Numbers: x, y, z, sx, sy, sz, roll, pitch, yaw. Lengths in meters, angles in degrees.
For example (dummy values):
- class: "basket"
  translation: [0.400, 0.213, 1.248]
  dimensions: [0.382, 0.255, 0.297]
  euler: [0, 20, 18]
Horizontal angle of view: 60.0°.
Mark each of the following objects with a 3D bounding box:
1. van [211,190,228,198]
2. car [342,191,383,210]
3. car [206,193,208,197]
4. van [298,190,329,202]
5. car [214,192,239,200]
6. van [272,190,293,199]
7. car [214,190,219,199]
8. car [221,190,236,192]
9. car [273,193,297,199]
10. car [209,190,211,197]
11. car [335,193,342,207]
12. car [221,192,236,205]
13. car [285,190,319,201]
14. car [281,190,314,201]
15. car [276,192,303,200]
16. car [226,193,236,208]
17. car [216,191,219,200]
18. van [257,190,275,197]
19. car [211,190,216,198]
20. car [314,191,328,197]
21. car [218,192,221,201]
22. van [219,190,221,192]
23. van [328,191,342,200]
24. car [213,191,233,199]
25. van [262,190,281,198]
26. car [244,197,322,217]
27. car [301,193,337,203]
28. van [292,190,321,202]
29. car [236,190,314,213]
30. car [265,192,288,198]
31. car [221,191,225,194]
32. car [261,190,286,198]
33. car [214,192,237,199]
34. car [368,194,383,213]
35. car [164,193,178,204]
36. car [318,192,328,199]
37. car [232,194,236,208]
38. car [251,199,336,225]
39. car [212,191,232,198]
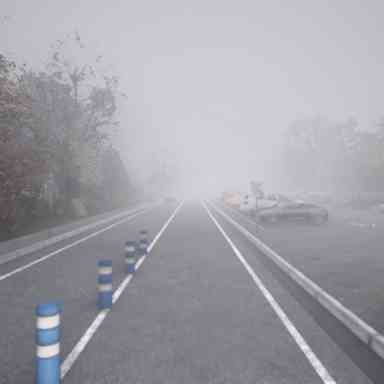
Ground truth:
- class: "van"
  translation: [7.261, 0.493, 89.257]
  dimensions: [4.442, 1.987, 1.878]
  euler: [0, 0, 0]
- class: "car"
  translation: [20.032, 0.918, 36.376]
  dimensions: [5.566, 2.045, 2.435]
  euler: [0, 1, 0]
- class: "car"
  translation: [7.430, 0.448, 92.032]
  dimensions: [5.566, 2.045, 2.435]
  euler: [0, 0, 0]
- class: "van"
  translation: [20.287, 0.721, 55.757]
  dimensions: [4.442, 1.987, 1.878]
  euler: [0, 0, 1]
- class: "car"
  translation: [7.218, 0.856, 69.825]
  dimensions: [4.892, 1.521, 2.231]
  euler: [0, 0, 0]
- class: "van"
  translation: [20.455, 0.584, 75.273]
  dimensions: [4.442, 1.987, 1.878]
  euler: [0, 0, 0]
- class: "car"
  translation: [7.134, 0.924, 64.274]
  dimensions: [4.792, 1.488, 2.163]
  euler: [0, 0, 0]
- class: "car"
  translation: [7.075, 0.869, 50.395]
  dimensions: [4.553, 1.767, 2.185]
  euler: [0, 1, 0]
- class: "car"
  translation: [20.317, 0.870, 72.506]
  dimensions: [4.674, 1.452, 2.002]
  euler: [0, 0, 0]
- class: "car"
  translation: [7.073, 0.813, 75.379]
  dimensions: [5.366, 1.575, 1.946]
  euler: [0, 0, 0]
- class: "car"
  translation: [19.999, 1.155, 39.150]
  dimensions: [4.792, 1.488, 2.163]
  euler: [0, 1, 0]
- class: "car"
  translation: [6.788, 1.085, 42.198]
  dimensions: [5.366, 1.575, 1.946]
  euler: [0, 1, 0]
- class: "car"
  translation: [20.190, 0.657, 61.298]
  dimensions: [5.566, 2.045, 2.435]
  euler: [0, 0, 0]
- class: "car"
  translation: [20.214, 0.638, 64.068]
  dimensions: [5.566, 2.045, 2.435]
  euler: [0, 0, 0]
- class: "car"
  translation: [20.284, 0.850, 69.611]
  dimensions: [5.008, 1.535, 2.097]
  euler: [0, 0, 1]
- class: "car"
  translation: [6.739, 1.172, 36.526]
  dimensions: [5.366, 1.575, 1.946]
  euler: [0, 1, 0]
- class: "car"
  translation: [7.087, 0.963, 58.722]
  dimensions: [4.792, 1.488, 2.163]
  euler: [0, 0, 0]
- class: "van"
  translation: [20.365, 0.467, 91.903]
  dimensions: [4.442, 1.987, 1.878]
  euler: [0, 0, 0]
- class: "car"
  translation: [7.002, 0.872, 67.051]
  dimensions: [5.366, 1.575, 1.946]
  euler: [0, 0, 0]
- class: "car"
  translation: [20.128, 1.044, 47.453]
  dimensions: [4.792, 1.488, 2.163]
  euler: [0, 1, 1]
- class: "car"
  translation: [7.097, 1.002, 53.169]
  dimensions: [4.792, 1.488, 2.163]
  euler: [0, 0, 1]
- class: "van"
  translation: [7.208, 0.727, 55.943]
  dimensions: [4.442, 1.987, 1.878]
  euler: [0, 0, 0]
- class: "van"
  translation: [20.169, 0.856, 42.039]
  dimensions: [4.442, 1.987, 1.878]
  euler: [0, 1, 0]
- class: "car"
  translation: [7.251, 0.671, 78.153]
  dimensions: [4.553, 1.767, 2.185]
  euler: [0, 0, 0]
- class: "van"
  translation: [20.550, 0.506, 86.353]
  dimensions: [4.442, 1.987, 1.878]
  euler: [0, 0, 0]
- class: "car"
  translation: [6.835, 1.349, 25.422]
  dimensions: [5.008, 1.535, 2.097]
  euler: [0, 1, 0]
- class: "car"
  translation: [20.152, 0.967, 52.990]
  dimensions: [5.008, 1.535, 2.097]
  euler: [0, 0, 1]
- class: "van"
  translation: [20.077, 0.702, 58.530]
  dimensions: [4.442, 1.987, 1.878]
  euler: [0, 0, 1]
- class: "car"
  translation: [6.882, 1.054, 28.193]
  dimensions: [5.566, 2.045, 2.435]
  euler: [0, 1, 0]
- class: "car"
  translation: [20.379, 0.772, 80.691]
  dimensions: [5.008, 1.535, 2.097]
  euler: [0, 0, 1]
- class: "car"
  translation: [7.014, 1.021, 47.617]
  dimensions: [4.892, 1.521, 2.231]
  euler: [0, 1, 0]
- class: "car"
  translation: [20.381, 0.500, 83.584]
  dimensions: [5.566, 2.045, 2.435]
  euler: [0, 0, 0]
- class: "car"
  translation: [7.229, 0.837, 72.601]
  dimensions: [4.892, 1.521, 2.231]
  euler: [0, 0, 0]
- class: "car"
  translation: [19.771, 1.253, 30.844]
  dimensions: [5.366, 1.575, 1.946]
  euler: [0, 1, 1]
- class: "car"
  translation: [-3.245, 0.983, 51.794]
  dimensions: [1.882, 1.535, 5.008]
  euler: [0, 1, 1]
- class: "car"
  translation: [20.105, 1.074, 44.814]
  dimensions: [4.792, 1.488, 2.163]
  euler: [0, 1, 1]
- class: "car"
  translation: [6.907, 1.219, 33.749]
  dimensions: [4.892, 1.521, 2.231]
  euler: [0, 1, 0]
- class: "car"
  translation: [6.776, 1.423, 22.647]
  dimensions: [4.792, 1.488, 2.163]
  euler: [0, 1, 0]
- class: "car"
  translation: [7.275, 0.652, 80.929]
  dimensions: [4.553, 1.767, 2.185]
  euler: [0, 0, 0]
